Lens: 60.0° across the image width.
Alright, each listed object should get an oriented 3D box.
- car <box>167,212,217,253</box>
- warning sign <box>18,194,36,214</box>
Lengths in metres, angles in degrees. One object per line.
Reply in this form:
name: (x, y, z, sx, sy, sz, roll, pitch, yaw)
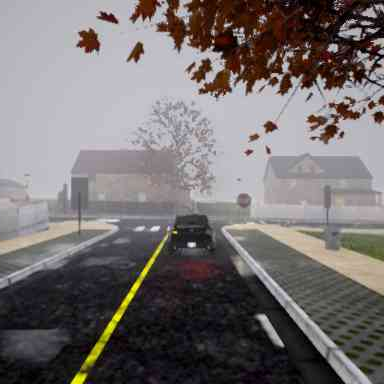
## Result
car: (0.000, 1.644, 14.313, 1.837, 1.490, 4.892, 0, 0, 0)
warning sign: (-15.856, 1.173, 32.005, 1.060, 1.860, 1.300, 0, 0, 0)
